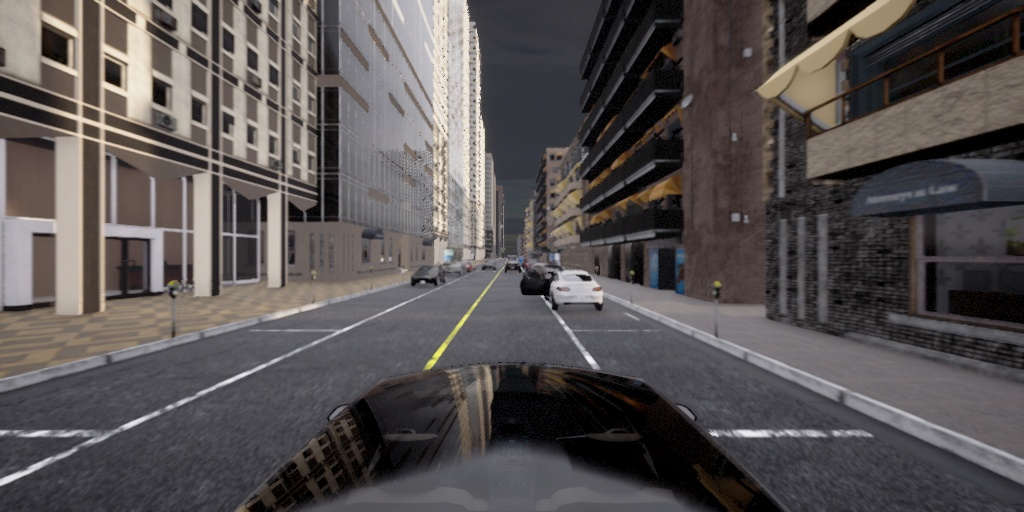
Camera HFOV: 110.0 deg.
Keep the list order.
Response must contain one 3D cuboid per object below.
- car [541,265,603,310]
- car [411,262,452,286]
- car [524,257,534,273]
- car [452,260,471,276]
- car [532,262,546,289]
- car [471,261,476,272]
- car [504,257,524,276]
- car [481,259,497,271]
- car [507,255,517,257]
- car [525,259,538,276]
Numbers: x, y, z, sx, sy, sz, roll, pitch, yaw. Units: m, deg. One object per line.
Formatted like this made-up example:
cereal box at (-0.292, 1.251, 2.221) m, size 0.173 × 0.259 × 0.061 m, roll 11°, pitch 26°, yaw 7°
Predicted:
car at (2.355, 1.259, 14.379) m, size 1.812 × 1.442 × 4.674 m, roll 0°, pitch 0°, yaw 0°
car at (-5.687, 1.287, 24.967) m, size 1.948 × 1.339 × 4.313 m, roll 0°, pitch 0°, yaw 0°
car at (2.697, 1.141, 47.560) m, size 1.967 × 1.591 × 4.097 m, roll 0°, pitch 0°, yaw 0°
car at (-5.685, 1.260, 36.264) m, size 2.007 × 1.370 × 4.403 m, roll 0°, pitch 0°, yaw 0°
car at (2.695, 1.287, 24.966) m, size 1.948 × 1.339 × 4.313 m, roll 0°, pitch 0°, yaw 0°
car at (-5.685, 1.145, 41.913) m, size 1.967 × 1.591 × 4.097 m, roll 0°, pitch 0°, yaw 0°
car at (0.087, 1.183, 42.993) m, size 1.882 × 1.535 × 5.008 m, roll 0°, pitch 0°, yaw 0°
car at (-3.041, 1.207, 48.205) m, size 1.837 × 1.490 × 4.892 m, roll 0°, pitch 0°, yaw 0°
car at (0.008, 0.918, 55.905) m, size 2.150 × 2.045 × 5.566 m, roll 0°, pitch 0°, yaw 0°
car at (2.696, 1.260, 36.263) m, size 2.007 × 1.370 × 4.403 m, roll 0°, pitch 0°, yaw 0°
